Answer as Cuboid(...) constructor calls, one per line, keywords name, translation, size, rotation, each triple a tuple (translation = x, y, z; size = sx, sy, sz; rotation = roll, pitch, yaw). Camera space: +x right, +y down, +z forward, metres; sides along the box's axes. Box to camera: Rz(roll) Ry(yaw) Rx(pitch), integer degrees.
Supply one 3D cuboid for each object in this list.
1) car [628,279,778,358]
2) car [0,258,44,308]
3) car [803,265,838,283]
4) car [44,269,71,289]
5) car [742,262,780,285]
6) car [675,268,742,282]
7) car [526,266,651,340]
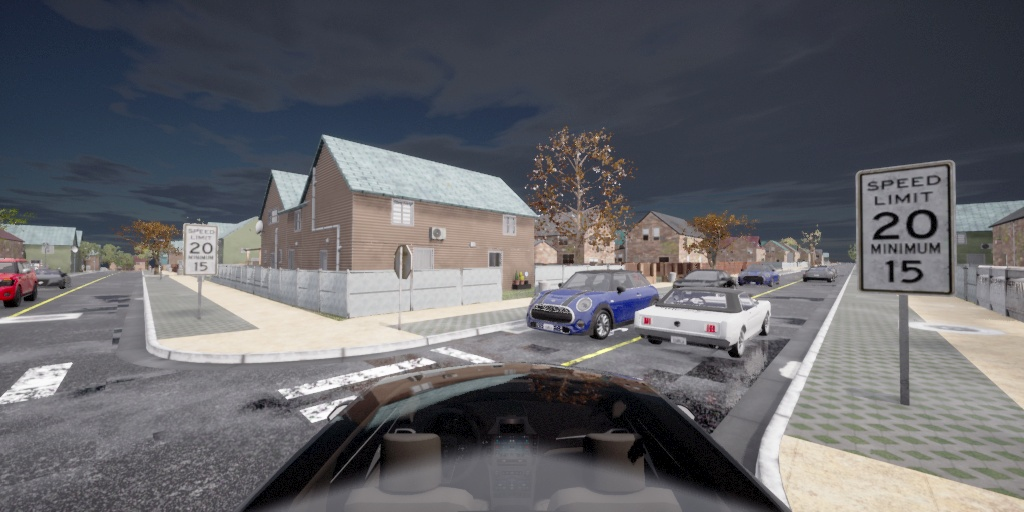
Cuboid(name="car", translation=(4.868, 1.414, 8.748), size=(1.895, 1.301, 4.718), rotation=(-1, -1, 44))
Cuboid(name="car", translation=(-22.434, 1.103, 15.325), size=(5.566, 2.045, 2.150), rotation=(-1, -2, 44))
Cuboid(name="car", translation=(27.697, 1.652, 32.353), size=(4.181, 1.385, 1.994), rotation=(1, -1, -45))
Cuboid(name="car", translation=(-32.010, 1.586, 24.605), size=(4.181, 1.385, 1.994), rotation=(-1, -2, 45))
Cuboid(name="car", translation=(18.812, 1.381, 27.301), size=(2.097, 1.767, 4.553), rotation=(-1, -1, 44))
Cuboid(name="car", translation=(9.594, 1.395, 17.758), size=(1.882, 1.535, 5.008), rotation=(-1, -1, 44))
Cuboid(name="car", translation=(2.491, 1.184, 10.445), size=(4.553, 1.767, 2.097), rotation=(1, -1, -45))
